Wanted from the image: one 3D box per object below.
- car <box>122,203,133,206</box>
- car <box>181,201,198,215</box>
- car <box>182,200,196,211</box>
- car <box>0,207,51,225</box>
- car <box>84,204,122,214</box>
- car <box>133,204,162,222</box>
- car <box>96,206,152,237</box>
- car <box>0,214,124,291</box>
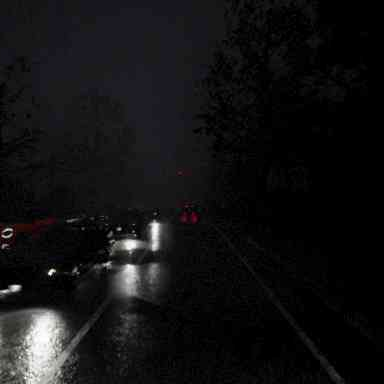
[{"bbox_3d":[-7.266,1.902,36.801,1.895,1.301,4.718,0,-1,-1],"label":"car"},{"bbox_3d":[-0.298,1.808,38.975,2.128,1.511,4.902,0,0,-1],"label":"car"},{"bbox_3d":[-0.478,1.949,49.203,1.895,1.301,4.718,0,0,-1],"label":"car"},{"bbox_3d":[-7.118,1.423,13.285,2.097,1.767,4.553,0,0,0],"label":"car"},{"bbox_3d":[-7.155,1.705,26.303,1.837,1.490,4.892,0,-1,0],"label":"car"},{"bbox_3d":[-3.664,1.749,28.903,1.812,1.442,4.674,0,-1,-1],"label":"car"},{"bbox_3d":[-3.649,1.688,18.650,1.994,1.385,4.181,0,-1,0],"label":"car"},{"bbox_3d":[-3.600,1.583,9.434,2.033,1.411,5.357,0,0,0],"label":"car"}]
